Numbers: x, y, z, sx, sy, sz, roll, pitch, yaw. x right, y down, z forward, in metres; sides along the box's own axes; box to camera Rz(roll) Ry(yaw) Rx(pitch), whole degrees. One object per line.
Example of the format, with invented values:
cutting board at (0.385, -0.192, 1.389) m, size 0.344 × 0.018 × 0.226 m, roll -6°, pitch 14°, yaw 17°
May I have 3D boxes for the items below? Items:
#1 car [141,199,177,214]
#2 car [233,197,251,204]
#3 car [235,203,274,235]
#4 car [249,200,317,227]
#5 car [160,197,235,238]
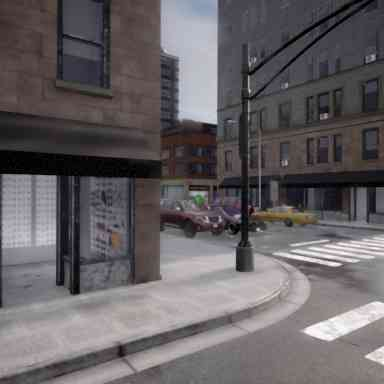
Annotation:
car at (-3.703, 1.535, 36.405) m, size 1.887 × 1.381 × 4.507 m, roll 0°, pitch 0°, yaw -35°
car at (2.892, 1.318, 27.158) m, size 2.192 × 1.841 × 5.009 m, roll 0°, pitch 0°, yaw -35°
car at (1.768, 1.532, 19.221) m, size 2.033 × 1.411 × 5.357 m, roll 0°, pitch 0°, yaw -38°
car at (6.089, 1.534, 22.671) m, size 1.752 × 1.417 × 4.829 m, roll 0°, pitch 0°, yaw -35°
car at (-0.350, 1.288, 17.881) m, size 2.192 × 1.841 × 5.009 m, roll 0°, pitch 0°, yaw -35°
